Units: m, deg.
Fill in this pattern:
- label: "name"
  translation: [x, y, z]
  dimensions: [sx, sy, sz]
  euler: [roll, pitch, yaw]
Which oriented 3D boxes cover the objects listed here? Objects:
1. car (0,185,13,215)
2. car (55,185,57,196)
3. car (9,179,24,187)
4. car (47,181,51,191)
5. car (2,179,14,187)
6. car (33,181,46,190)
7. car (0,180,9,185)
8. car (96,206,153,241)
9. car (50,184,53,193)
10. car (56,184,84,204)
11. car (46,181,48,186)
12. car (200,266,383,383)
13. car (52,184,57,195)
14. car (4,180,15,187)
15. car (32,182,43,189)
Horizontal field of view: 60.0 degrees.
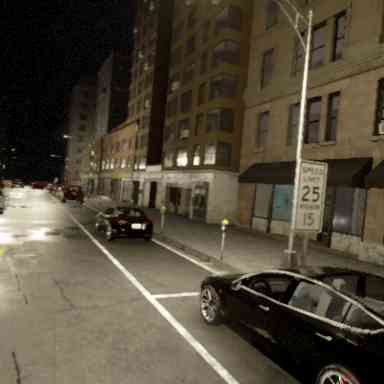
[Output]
- label: "car"
  translation: [-12.074, 0.461, 19.892]
  dimensions: [1.812, 1.442, 4.674]
  euler: [5, 0, -25]
- label: "car"
  translation: [-14.862, 0.190, 39.581]
  dimensions: [1.752, 1.417, 4.829]
  euler: [4, 0, -25]
- label: "car"
  translation: [-27.192, -1.186, 52.010]
  dimensions: [2.128, 1.511, 4.902]
  euler: [5, 0, -25]
- label: "car"
  translation: [-24.206, -0.684, 59.276]
  dimensions: [1.967, 1.590, 4.097]
  euler: [4, 0, -25]
- label: "car"
  translation: [-38.946, -1.895, 70.497]
  dimensions: [1.967, 1.590, 4.097]
  euler: [4, 0, -25]
- label: "car"
  translation: [-30.653, -1.178, 66.226]
  dimensions: [1.882, 1.535, 5.008]
  euler: [5, 0, -25]
- label: "car"
  translation: [-29.529, -1.010, 50.648]
  dimensions: [1.887, 1.381, 4.507]
  euler: [4, 0, -25]
- label: "car"
  translation: [-3.014, 1.268, 14.617]
  dimensions: [1.947, 1.339, 4.313]
  euler: [4, 0, -25]
- label: "car"
  translation: [-19.502, -0.185, 49.352]
  dimensions: [1.887, 1.381, 4.507]
  euler: [4, 0, -25]
- label: "car"
  translation: [-12.417, 0.189, 34.464]
  dimensions: [2.192, 1.841, 5.009]
  euler: [4, 0, -25]
- label: "car"
  translation: [-26.563, -0.880, 64.239]
  dimensions: [1.967, 1.590, 4.097]
  euler: [4, 0, -25]
- label: "car"
  translation: [1.695, 1.690, 4.692]
  dimensions: [1.947, 1.339, 4.313]
  euler: [4, 0, -25]
- label: "car"
  translation: [-17.146, 0.020, 44.390]
  dimensions: [2.008, 1.369, 4.403]
  euler: [4, 0, -25]
- label: "car"
  translation: [-41.312, -1.961, 75.460]
  dimensions: [1.947, 1.339, 4.313]
  euler: [4, 0, -25]
- label: "car"
  translation: [-35.445, -1.523, 76.307]
  dimensions: [2.128, 1.511, 4.902]
  euler: [5, 0, -25]
